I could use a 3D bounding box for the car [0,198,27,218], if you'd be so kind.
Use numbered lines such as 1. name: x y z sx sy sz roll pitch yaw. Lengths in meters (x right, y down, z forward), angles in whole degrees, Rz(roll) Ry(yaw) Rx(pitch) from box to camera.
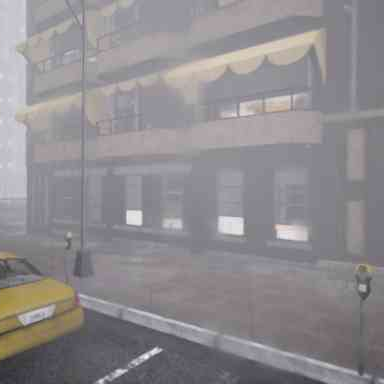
1. car: -16.791 1.451 30.153 2.192 1.841 5.009 0 0 36

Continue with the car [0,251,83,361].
1. car: -3.853 1.547 5.587 4.829 1.417 1.752 0 1 35
